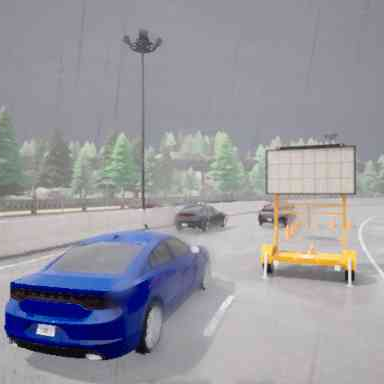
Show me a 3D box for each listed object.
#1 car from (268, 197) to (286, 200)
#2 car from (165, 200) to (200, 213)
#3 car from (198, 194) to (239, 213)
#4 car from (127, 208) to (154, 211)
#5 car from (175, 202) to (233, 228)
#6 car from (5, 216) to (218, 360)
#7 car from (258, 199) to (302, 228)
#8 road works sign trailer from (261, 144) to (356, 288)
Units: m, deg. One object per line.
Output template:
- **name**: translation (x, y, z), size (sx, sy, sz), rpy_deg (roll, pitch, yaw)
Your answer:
- **car**: translation (9.041, 1.390, 34.306), size (2.097, 1.767, 4.553), rpy_deg (0, 0, 35)
- **car**: translation (-1.004, 1.613, 38.582), size (1.994, 1.385, 4.181), rpy_deg (0, 0, 35)
- **car**: translation (3.158, 1.268, 38.549), size (2.150, 2.045, 5.566), rpy_deg (0, 0, 36)
- **car**: translation (-5.331, 1.403, 38.354), size (2.097, 1.767, 4.553), rpy_deg (0, 0, 33)
- **car**: translation (0.635, 1.529, 20.059), size (1.837, 1.490, 4.892), rpy_deg (0, 0, 25)
- **car**: translation (-1.019, 1.486, 6.313), size (1.882, 1.535, 5.008), rpy_deg (0, 0, 17)
- **car**: translation (5.993, 1.517, 22.885), size (2.128, 1.511, 4.902), rpy_deg (0, 0, 28)
- **road works sign trailer**: translation (3.373, 0.475, 9.557), size (2.380, 3.560, 2.880), rpy_deg (0, 0, 23)
